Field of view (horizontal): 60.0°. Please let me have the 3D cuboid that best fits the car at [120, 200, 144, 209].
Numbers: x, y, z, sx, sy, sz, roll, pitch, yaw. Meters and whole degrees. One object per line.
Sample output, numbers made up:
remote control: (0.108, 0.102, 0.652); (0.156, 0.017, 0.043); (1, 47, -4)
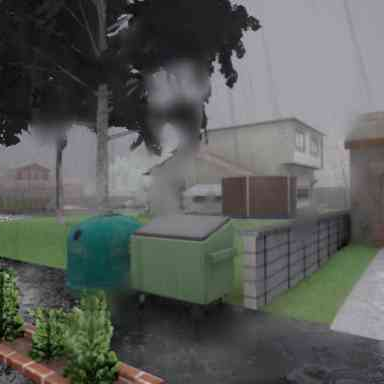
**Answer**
car: (-9.898, 2.002, 54.754); (1.994, 1.385, 4.181); (-1, 0, 36)
